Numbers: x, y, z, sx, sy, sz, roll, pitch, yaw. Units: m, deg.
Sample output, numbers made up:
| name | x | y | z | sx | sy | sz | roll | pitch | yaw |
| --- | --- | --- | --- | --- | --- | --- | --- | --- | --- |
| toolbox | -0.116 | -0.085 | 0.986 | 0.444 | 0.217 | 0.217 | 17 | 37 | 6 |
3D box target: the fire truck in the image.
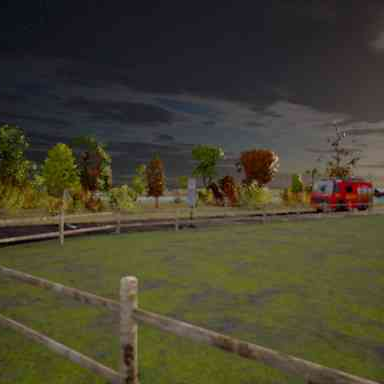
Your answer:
| name | x | y | z | sx | sy | sz | roll | pitch | yaw |
| --- | --- | --- | --- | --- | --- | --- | --- | --- | --- |
| fire truck | 17.339 | 0.319 | 38.434 | 8.468 | 3.827 | 2.891 | 0 | 1 | -36 |
